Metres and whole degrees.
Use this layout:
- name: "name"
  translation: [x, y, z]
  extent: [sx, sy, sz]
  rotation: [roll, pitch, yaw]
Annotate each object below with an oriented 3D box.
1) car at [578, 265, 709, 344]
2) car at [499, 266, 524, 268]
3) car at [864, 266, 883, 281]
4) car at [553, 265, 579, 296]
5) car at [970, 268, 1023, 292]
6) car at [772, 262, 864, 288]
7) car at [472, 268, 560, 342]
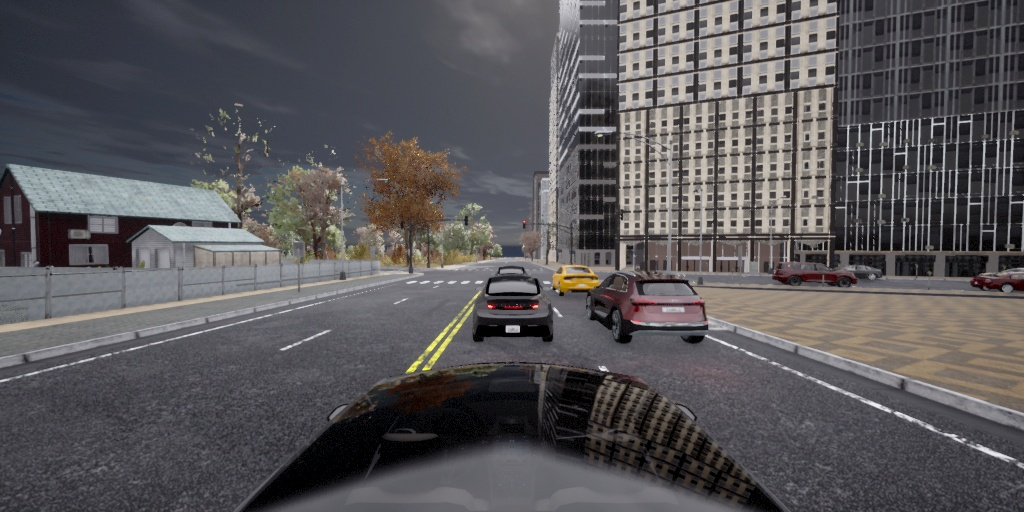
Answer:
- name: "car"
  translation: [3.334, 1.178, 9.649]
  extent: [2.033, 1.649, 4.856]
  rotation: [0, 0, 0]
- name: "car"
  translation: [-0.030, 1.253, 18.441]
  extent: [1.837, 1.490, 4.892]
  rotation: [0, 0, 0]
- name: "car"
  translation: [30.990, 1.473, 32.941]
  extent: [4.403, 1.370, 2.007]
  rotation: [0, 0, 20]
- name: "car"
  translation: [3.284, 1.227, 19.254]
  extent: [1.882, 1.535, 5.008]
  rotation: [0, 0, 0]
- name: "car"
  translation: [33.620, 1.719, 23.599]
  extent: [4.507, 1.381, 1.888]
  rotation: [0, 0, 20]
- name: "car"
  translation: [22.967, 1.397, 27.478]
  extent: [5.009, 1.841, 2.192]
  rotation: [0, 0, 20]
- name: "car"
  translation: [0.030, 1.253, 9.774]
  extent: [1.837, 1.490, 4.892]
  rotation: [0, 0, 0]
